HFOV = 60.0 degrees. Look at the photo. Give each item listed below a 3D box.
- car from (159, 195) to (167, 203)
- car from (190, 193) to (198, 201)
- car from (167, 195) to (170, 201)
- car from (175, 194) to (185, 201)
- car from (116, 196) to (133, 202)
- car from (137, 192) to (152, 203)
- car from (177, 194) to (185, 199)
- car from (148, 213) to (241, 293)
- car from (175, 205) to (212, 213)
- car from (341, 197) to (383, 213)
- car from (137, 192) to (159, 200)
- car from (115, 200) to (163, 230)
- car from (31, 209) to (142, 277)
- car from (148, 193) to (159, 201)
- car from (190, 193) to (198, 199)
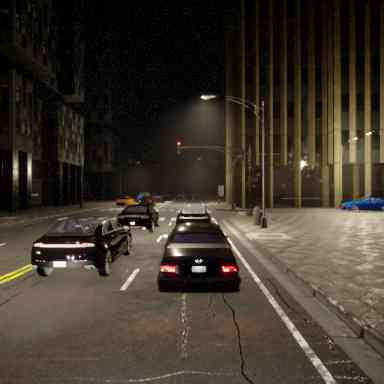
[{"bbox_3d":[-6.251,1.423,61.405,1.994,1.385,4.181,0,0,1],"label":"car"},{"bbox_3d":[0.400,1.288,77.124,1.837,1.490,4.892,0,0,0],"label":"car"},{"bbox_3d":[-6.103,1.394,76.544,1.895,1.301,4.718,0,0,0],"label":"car"},{"bbox_3d":[-2.850,1.313,77.142,2.128,1.511,4.902,0,0,0],"label":"car"},{"bbox_3d":[-9.601,1.389,47.589,1.882,1.535,5.008,0,0,0],"label":"car"},{"bbox_3d":[-9.433,1.063,66.029,2.150,2.045,5.566,0,0,1],"label":"car"},{"bbox_3d":[-2.795,1.184,87.594,1.895,1.301,4.718,0,0,0],"label":"car"},{"bbox_3d":[0.145,1.544,8.980,2.033,1.411,5.357,0,0,0],"label":"car"},{"bbox_3d":[0.095,1.475,18.724,2.128,1.511,4.902,0,0,0],"label":"car"},{"bbox_3d":[18.398,1.344,35.057,5.008,1.535,1.882,0,0,0],"label":"car"},{"bbox_3d":[-6.354,1.266,47.145,2.097,1.767,4.553,0,0,0],"label":"car"},{"bbox_3d":[-3.052,1.459,19.631,1.882,1.535,5.008,0,0,0],"label":"car"},{"bbox_3d":[-3.099,1.486,10.255,2.128,1.511,4.902,0,0,0],"label":"car"},{"bbox_3d":[-9.334,1.125,80.351,2.097,1.767,4.553,0,0,0],"label":"car"},{"bbox_3d":[0.454,1.114,87.546,2.128,1.511,4.902,0,0,0],"label":"car"}]
